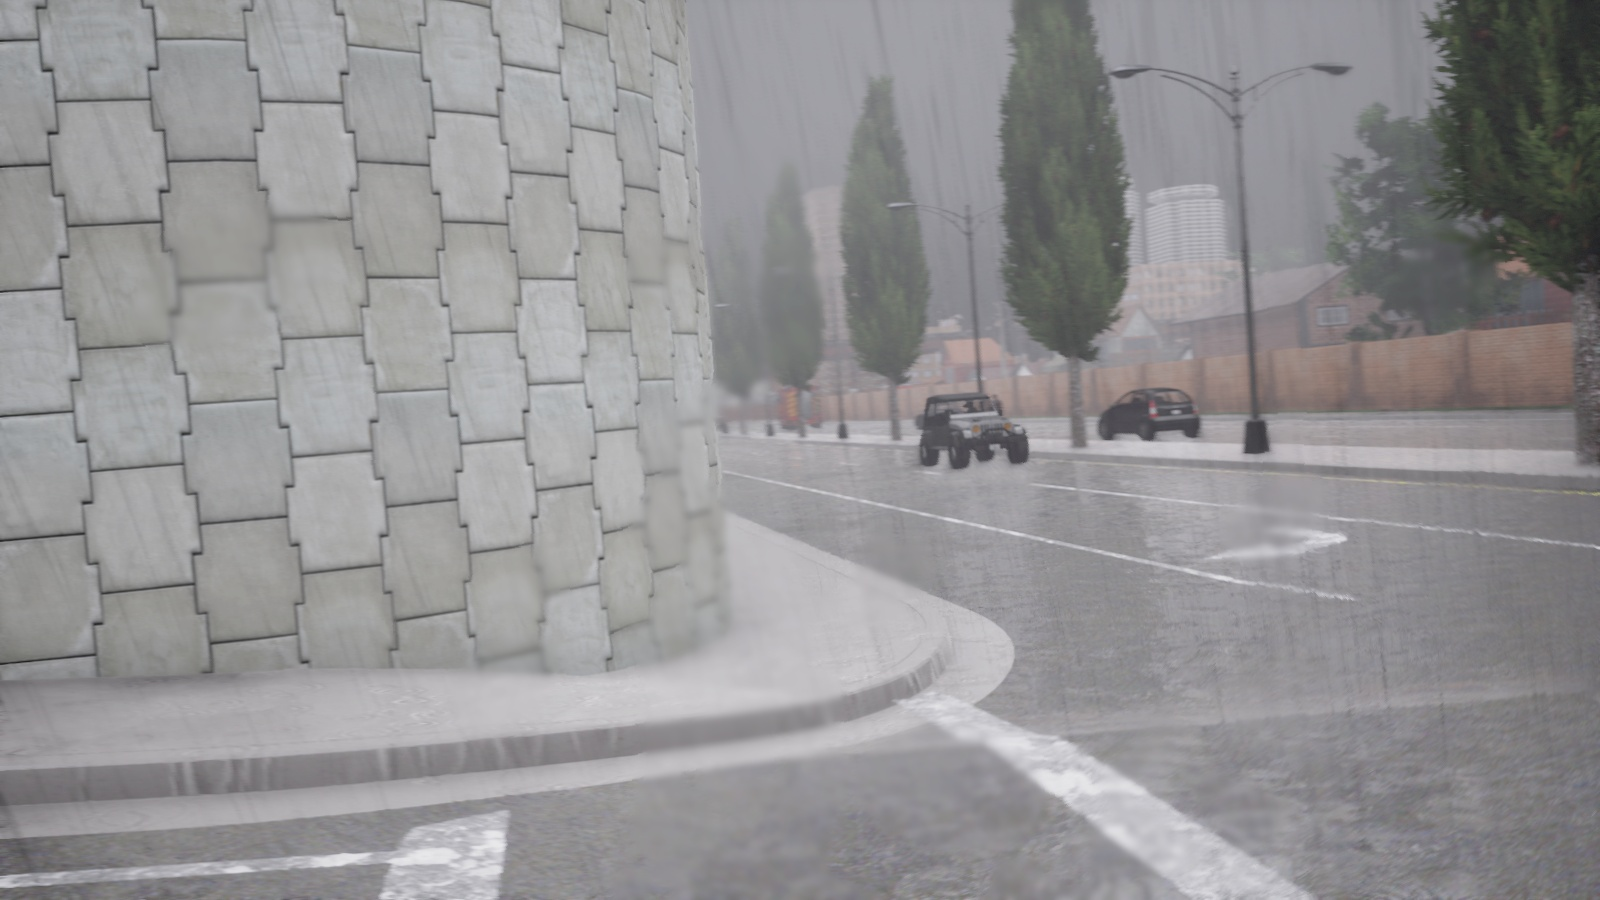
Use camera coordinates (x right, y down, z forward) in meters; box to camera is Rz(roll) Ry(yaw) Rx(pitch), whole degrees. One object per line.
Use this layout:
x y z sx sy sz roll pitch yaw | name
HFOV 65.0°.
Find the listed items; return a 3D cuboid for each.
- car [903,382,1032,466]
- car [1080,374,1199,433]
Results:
4.252 -0.660 32.507 1.905 1.878 3.866 -6 2 -13 | car
10.710 -1.446 39.896 1.851 1.617 3.988 -6 2 -13 | car
